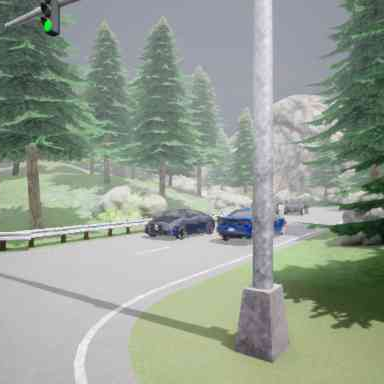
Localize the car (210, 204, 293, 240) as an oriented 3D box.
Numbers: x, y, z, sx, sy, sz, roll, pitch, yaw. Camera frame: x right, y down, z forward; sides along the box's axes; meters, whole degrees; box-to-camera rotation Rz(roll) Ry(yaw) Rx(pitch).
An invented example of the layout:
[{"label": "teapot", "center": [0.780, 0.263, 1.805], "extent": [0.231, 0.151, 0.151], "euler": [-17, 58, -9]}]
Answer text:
[{"label": "car", "center": [3.119, 1.542, 16.437], "extent": [1.882, 1.535, 5.008], "euler": [0, -1, 35]}]

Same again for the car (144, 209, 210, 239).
[{"label": "car", "center": [-0.556, 1.579, 17.460], "extent": [1.994, 1.385, 4.181], "euler": [0, 0, 35]}]

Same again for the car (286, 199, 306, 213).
[{"label": "car", "center": [10.773, 1.520, 34.136], "extent": [1.837, 1.490, 4.892], "euler": [0, 0, 28]}]

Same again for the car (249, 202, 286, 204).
[{"label": "car", "center": [5.138, 1.507, 25.613], "extent": [2.128, 1.511, 4.902], "euler": [0, 0, 35]}]
